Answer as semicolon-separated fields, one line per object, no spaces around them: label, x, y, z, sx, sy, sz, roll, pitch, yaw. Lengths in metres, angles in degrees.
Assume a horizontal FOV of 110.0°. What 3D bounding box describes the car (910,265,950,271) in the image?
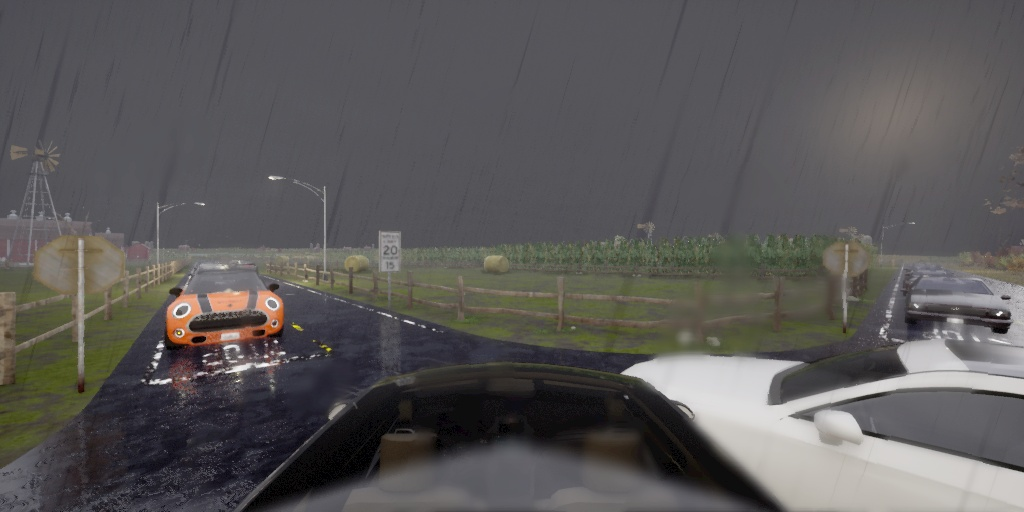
car;21.039;1.363;17.892;4.181;1.385;1.994;0;1;-43

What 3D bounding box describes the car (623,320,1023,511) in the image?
car;2.859;1.293;2.226;1.812;1.442;4.674;0;1;-43

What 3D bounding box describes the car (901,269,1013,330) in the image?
car;13.635;1.334;11.180;5.357;1.411;2.033;0;1;-42

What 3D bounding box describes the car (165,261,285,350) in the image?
car;-7.473;1.140;9.434;2.097;1.767;4.553;0;0;-39

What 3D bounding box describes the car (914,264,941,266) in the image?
car;28.675;1.307;24.803;4.902;1.511;2.128;0;1;-42

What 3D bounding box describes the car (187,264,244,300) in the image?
car;-15.900;1.267;19.180;2.128;1.511;4.902;0;0;-41

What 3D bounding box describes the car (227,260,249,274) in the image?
car;-33.237;1.273;43.379;1.837;1.490;4.892;0;0;-41
